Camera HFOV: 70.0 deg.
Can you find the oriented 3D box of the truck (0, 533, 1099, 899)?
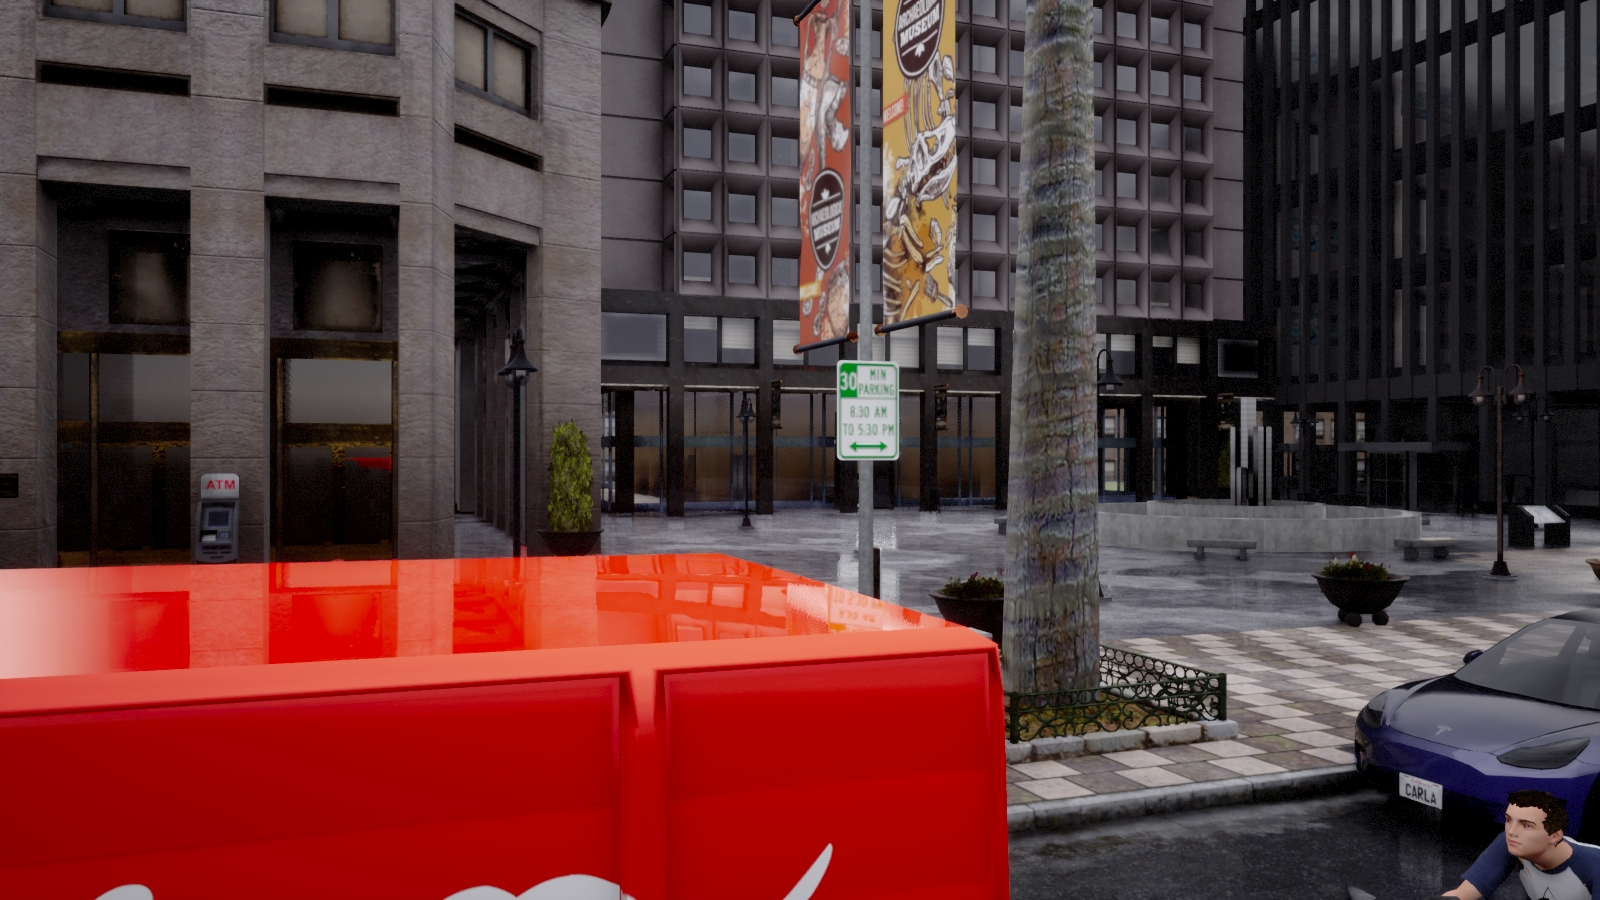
[{"bbox_3d":[-2.337,1.568,2.464,5.204,2.467,2.627,0,0,-20],"label":"truck"}]
